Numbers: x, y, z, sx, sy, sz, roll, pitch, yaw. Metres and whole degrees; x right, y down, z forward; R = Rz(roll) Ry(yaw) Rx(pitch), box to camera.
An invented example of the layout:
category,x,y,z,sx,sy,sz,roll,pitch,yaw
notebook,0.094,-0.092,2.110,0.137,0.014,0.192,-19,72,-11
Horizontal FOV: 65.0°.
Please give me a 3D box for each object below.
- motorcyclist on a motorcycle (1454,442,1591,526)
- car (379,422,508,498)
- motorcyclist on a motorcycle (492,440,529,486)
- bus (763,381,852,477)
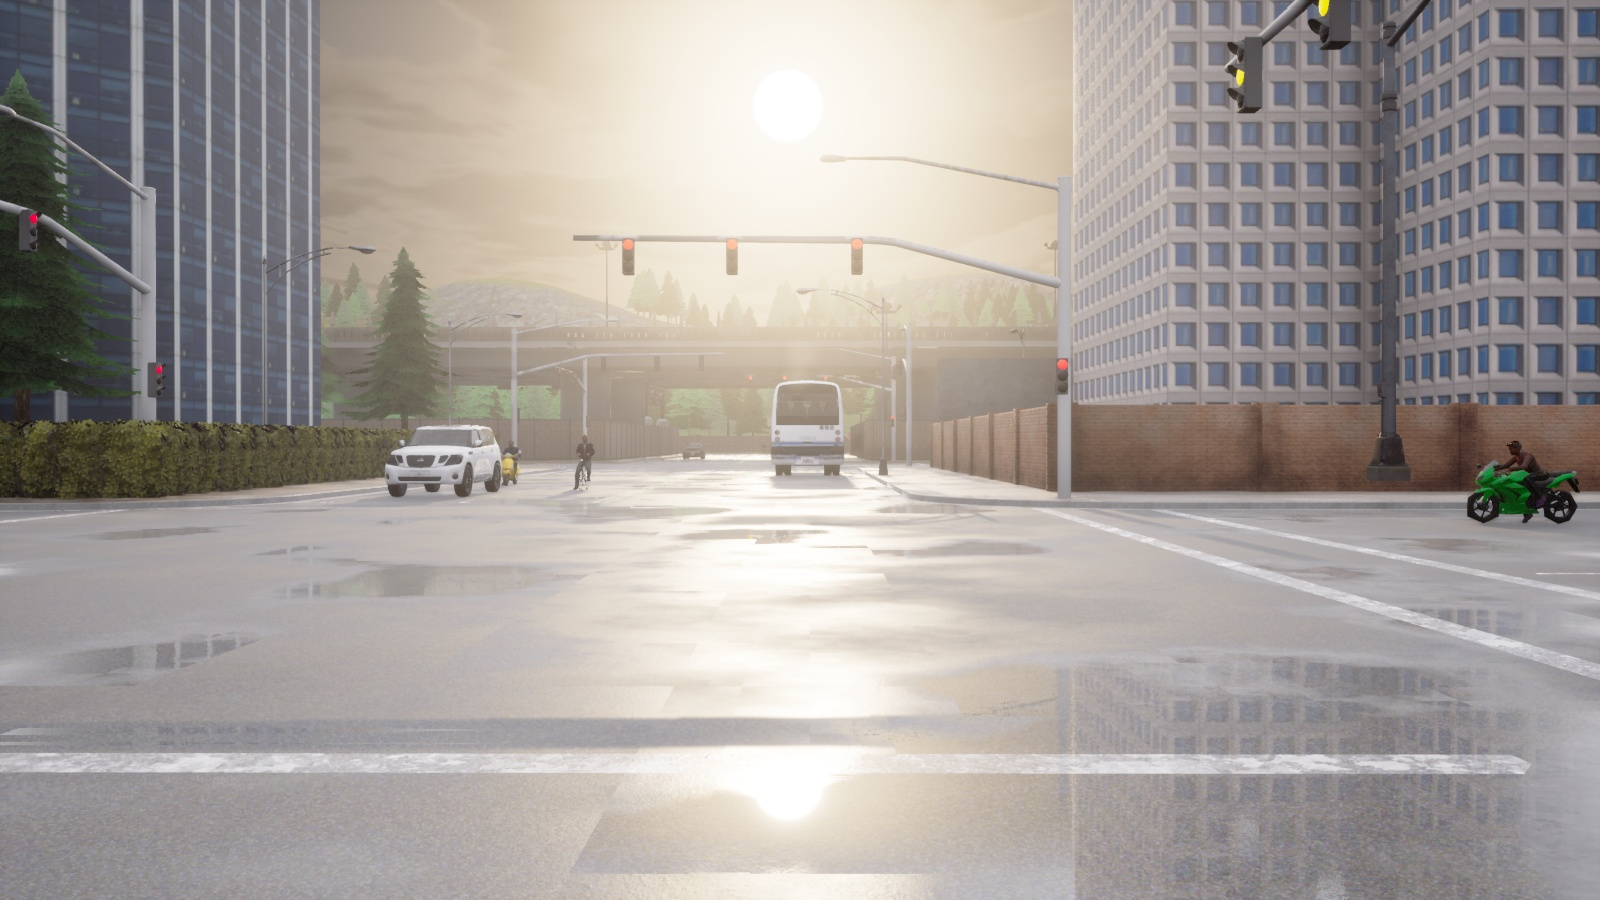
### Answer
category,x,y,z,sx,sy,sz,roll,pitch,yaw
motorcyclist on a motorcycle,13.195,0.610,22.974,2.044,1.523,0.797,0,0,1
car,-10.274,0.250,36.693,2.150,2.045,5.566,0,0,0
motorcyclist on a motorcycle,-10.227,0.441,44.414,0.866,1.590,1.817,0,0,0
bus,0.368,-0.972,60.677,3.944,4.253,10.273,0,0,0
